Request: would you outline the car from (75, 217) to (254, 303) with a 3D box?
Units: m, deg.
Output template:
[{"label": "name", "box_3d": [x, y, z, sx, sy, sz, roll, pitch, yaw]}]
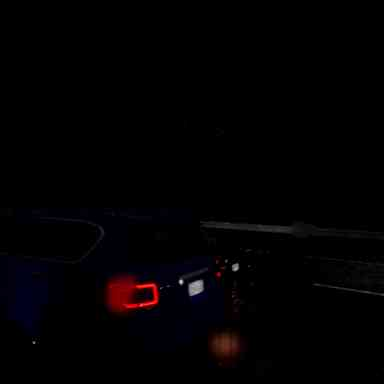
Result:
[{"label": "car", "box_3d": [-0.897, 1.542, 8.876, 4.674, 1.442, 1.812, 0, 0, 35]}]

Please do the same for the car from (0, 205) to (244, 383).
[{"label": "car", "box_3d": [-2.150, 1.230, 5.482, 5.566, 2.045, 2.150, 0, 0, 35]}]

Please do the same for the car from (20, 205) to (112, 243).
[{"label": "car", "box_3d": [-6.546, 1.502, 17.066, 5.008, 1.535, 1.882, 0, 0, 35]}]
